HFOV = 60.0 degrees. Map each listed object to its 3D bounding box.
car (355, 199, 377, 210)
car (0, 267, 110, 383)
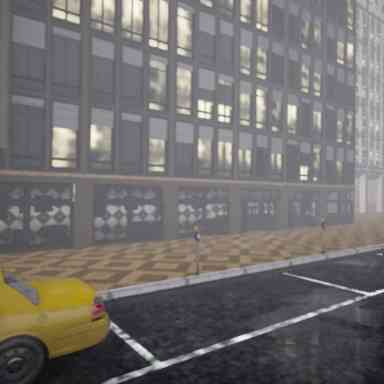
[{"bbox_3d":[29.724,2.247,59.435,2.192,1.841,5.009,0,-1,-36],"label":"car"},{"bbox_3d":[-3.403,1.518,3.668,4.829,1.417,1.752,1,0,-36],"label":"car"}]
